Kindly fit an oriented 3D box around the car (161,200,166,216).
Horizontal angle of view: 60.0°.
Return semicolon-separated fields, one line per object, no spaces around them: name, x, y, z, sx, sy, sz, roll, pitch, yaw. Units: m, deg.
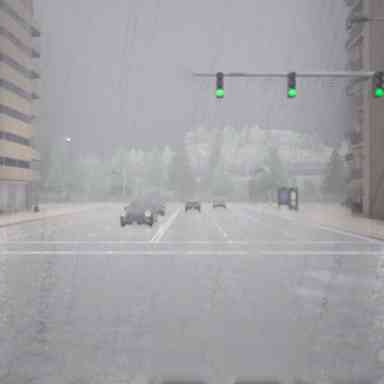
car;-3.578;1.544;32.970;1.837;1.490;4.892;0;0;0

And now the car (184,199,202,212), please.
car;0.103;1.551;39.406;1.837;1.490;4.892;0;0;0

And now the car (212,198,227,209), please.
car;3.892;1.602;47.142;2.033;1.411;5.357;0;0;5

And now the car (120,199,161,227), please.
car;-3.592;1.379;23.188;2.097;1.767;4.553;0;0;0
